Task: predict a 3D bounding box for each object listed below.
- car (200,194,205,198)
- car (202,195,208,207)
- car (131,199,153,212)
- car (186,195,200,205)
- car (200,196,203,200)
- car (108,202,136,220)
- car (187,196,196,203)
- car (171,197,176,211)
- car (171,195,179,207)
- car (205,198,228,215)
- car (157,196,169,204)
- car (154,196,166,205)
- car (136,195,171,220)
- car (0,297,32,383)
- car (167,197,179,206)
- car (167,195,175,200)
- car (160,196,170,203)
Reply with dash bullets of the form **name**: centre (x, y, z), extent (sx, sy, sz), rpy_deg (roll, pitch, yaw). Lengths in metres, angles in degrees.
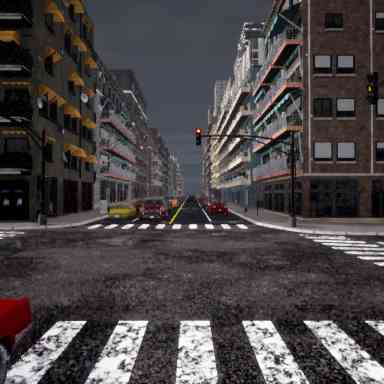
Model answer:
- **car**: centre (2.789, 1.380, 81.831), extent (2.097, 1.767, 4.553), rpy_deg (0, 0, 0)
- **car**: centre (2.598, 1.450, 39.042), extent (1.967, 1.590, 4.097), rpy_deg (1, 0, 0)
- **car**: centre (-5.784, 1.555, 39.034), extent (1.887, 1.381, 4.507), rpy_deg (1, 0, 0)
- **car**: centre (-0.053, 1.495, 58.635), extent (1.882, 1.535, 5.008), rpy_deg (0, 0, 0)
- **car**: centre (2.568, 1.596, 50.089), extent (1.802, 1.307, 4.206), rpy_deg (1, 0, 0)
- **car**: centre (-5.754, 1.532, 27.818), extent (1.752, 1.417, 4.829), rpy_deg (1, 0, 0)
- **car**: centre (-0.080, 1.530, 69.843), extent (1.837, 1.490, 4.892), rpy_deg (0, 0, 0)
- **car**: centre (-3.198, 1.557, 37.561), extent (2.033, 1.411, 5.357), rpy_deg (0, 0, 0)
- **car**: centre (-3.213, 1.365, 47.350), extent (2.097, 1.767, 4.553), rpy_deg (0, 0, 0)
- **car**: centre (2.611, 1.553, 33.518), extent (1.887, 1.381, 4.507), rpy_deg (1, 0, 0)
- **car**: centre (-5.856, 1.572, 66.652), extent (2.008, 1.369, 4.403), rpy_deg (1, 0, 0)
- **car**: centre (-5.841, 1.544, 60.958), extent (1.752, 1.417, 4.829), rpy_deg (1, 0, 0)
- **car**: centre (-3.147, 1.359, 28.069), extent (2.097, 1.767, 4.553), rpy_deg (0, 0, -1)
- **car**: centre (-2.911, 1.601, 2.119), extent (1.895, 1.301, 4.718), rpy_deg (0, 0, -3)
- **car**: centre (-3.209, 1.617, 57.209), extent (1.895, 1.301, 4.718), rpy_deg (0, 0, 0)
- **car**: centre (-5.926, 1.587, 94.268), extent (2.008, 1.369, 4.403), rpy_deg (1, 0, 0)
- **car**: centre (-5.870, 1.568, 72.175), extent (1.887, 1.381, 4.507), rpy_deg (1, 0, 0)
